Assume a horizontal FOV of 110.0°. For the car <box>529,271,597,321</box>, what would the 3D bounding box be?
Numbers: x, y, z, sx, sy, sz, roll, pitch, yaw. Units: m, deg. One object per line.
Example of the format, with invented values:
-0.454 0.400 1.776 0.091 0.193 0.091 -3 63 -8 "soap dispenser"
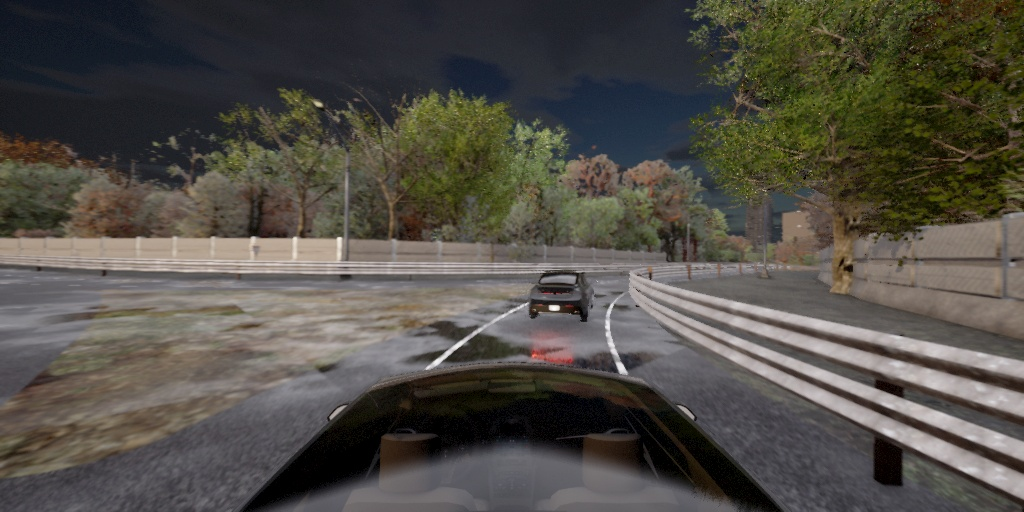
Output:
1.880 1.275 12.797 1.837 1.490 4.892 0 0 16 "car"
